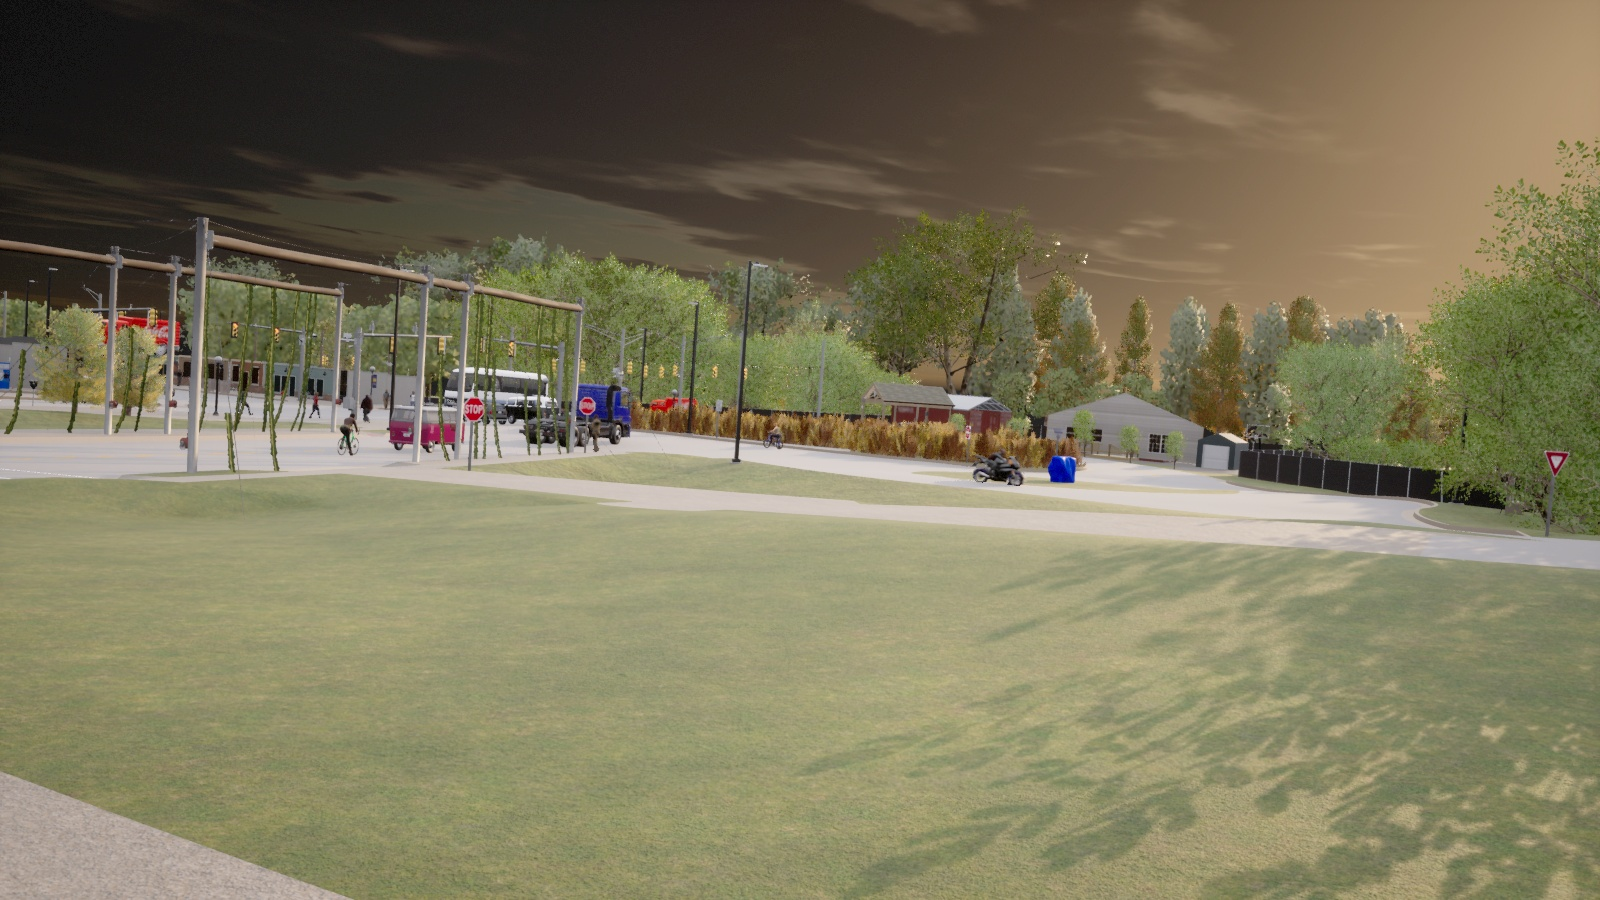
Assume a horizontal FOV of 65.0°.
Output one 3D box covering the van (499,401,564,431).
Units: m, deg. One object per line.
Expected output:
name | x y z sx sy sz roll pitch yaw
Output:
van | -19.250 -2.456 89.873 4.480 2.038 2.069 3 3 36

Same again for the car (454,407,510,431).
car | -22.140 -2.186 87.419 3.705 1.549 1.789 3 3 35

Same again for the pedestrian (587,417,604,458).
pedestrian | -9.920 -0.626 60.816 0.692 1.930 0.396 6 5 42

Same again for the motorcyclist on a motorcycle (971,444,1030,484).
motorcyclist on a motorcycle | 8.314 0.583 52.061 2.191 1.530 0.866 4 1 31

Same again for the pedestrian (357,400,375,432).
pedestrian | -26.149 -2.066 75.716 0.634 1.844 0.899 0 5 -45

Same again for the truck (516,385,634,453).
truck | -12.512 -1.822 70.637 2.891 3.462 7.936 4 4 19

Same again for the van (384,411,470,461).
van | -16.397 -0.645 55.473 1.775 1.987 4.442 4 2 10
